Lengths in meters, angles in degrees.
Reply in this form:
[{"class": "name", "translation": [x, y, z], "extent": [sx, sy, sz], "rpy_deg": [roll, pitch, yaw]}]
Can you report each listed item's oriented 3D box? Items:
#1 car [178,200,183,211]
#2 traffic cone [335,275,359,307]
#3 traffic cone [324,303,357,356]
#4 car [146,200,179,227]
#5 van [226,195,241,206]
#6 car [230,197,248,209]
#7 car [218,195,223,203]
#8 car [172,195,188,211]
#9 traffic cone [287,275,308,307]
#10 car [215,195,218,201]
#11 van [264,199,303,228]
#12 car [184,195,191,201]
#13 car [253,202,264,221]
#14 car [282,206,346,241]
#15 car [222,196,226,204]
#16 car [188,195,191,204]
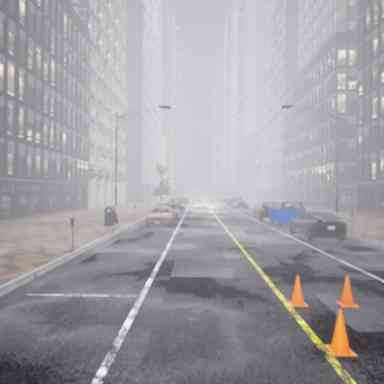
[{"class": "car", "translation": [-1.988, 1.583, 28.407], "extent": [1.802, 1.307, 4.206], "rpy_deg": [0, 0, 1]}, {"class": "traffic cone", "translation": [3.148, 1.990, 6.751], "extent": [0.340, 0.580, 0.340], "rpy_deg": [1, 0, 1]}, {"class": "traffic cone", "translation": [2.122, 1.979, 4.763], "extent": [0.340, 0.580, 0.340], "rpy_deg": [1, 0, 1]}, {"class": "car", "translation": [-2.064, 1.522, 22.545], "extent": [1.752, 1.417, 4.829], "rpy_deg": [0, 0, 1]}, {"class": "van", "translation": [6.687, 1.433, 51.050], "extent": [1.690, 1.788, 3.998], "rpy_deg": [0, 0, 1]}, {"class": "car", "translation": [6.612, 1.671, 45.358], "extent": [1.802, 1.307, 4.206], "rpy_deg": [0, 0, 1]}, {"class": "car", "translation": [6.907, 1.649, 68.126], "extent": [2.008, 1.369, 4.403], "rpy_deg": [0, 0, 1]}, {"class": "car", "translation": [-1.840, 1.449, 39.790], "extent": [1.967, 1.590, 4.097], "rpy_deg": [0, 0, 1]}, {"class": "traffic cone", "translation": [2.148, 1.980, 6.763], "extent": [0.340, 0.580, 0.340], "rpy_deg": [1, 0, 1]}, {"class": "car", "translation": [7.054, 1.682, 79.511], "extent": [1.802, 1.307, 4.206], "rpy_deg": [0, 0, 1]}, {"class": "van", "translation": [6.318, 1.415, 22.592], "extent": [1.690, 1.788, 3.998], "rpy_deg": [0, 0, 1]}, {"class": "car", "translation": [-1.180, 1.549, 90.844], "extent": [1.752, 1.417, 4.829], "rpy_deg": [0, 0, 1]}, {"class": "car", "translation": [6.392, 1.519, 28.284], "extent": [1.967, 1.590, 4.097], "rpy_deg": [0, 0, 1]}, {"class": "car", "translation": [6.244, 1.636, 16.900], "extent": [1.947, 1.339, 4.313], "rpy_deg": [0, 0, 1]}, {"class": "car", "translation": [6.760, 1.639, 56.742], "extent": [1.887, 1.381, 4.507], "rpy_deg": [0, 0, 1]}, {"class": "car", "translation": [-1.546, 1.585, 62.555], "extent": [1.947, 1.339, 4.313], "rpy_deg": [0, 0, 1]}]
